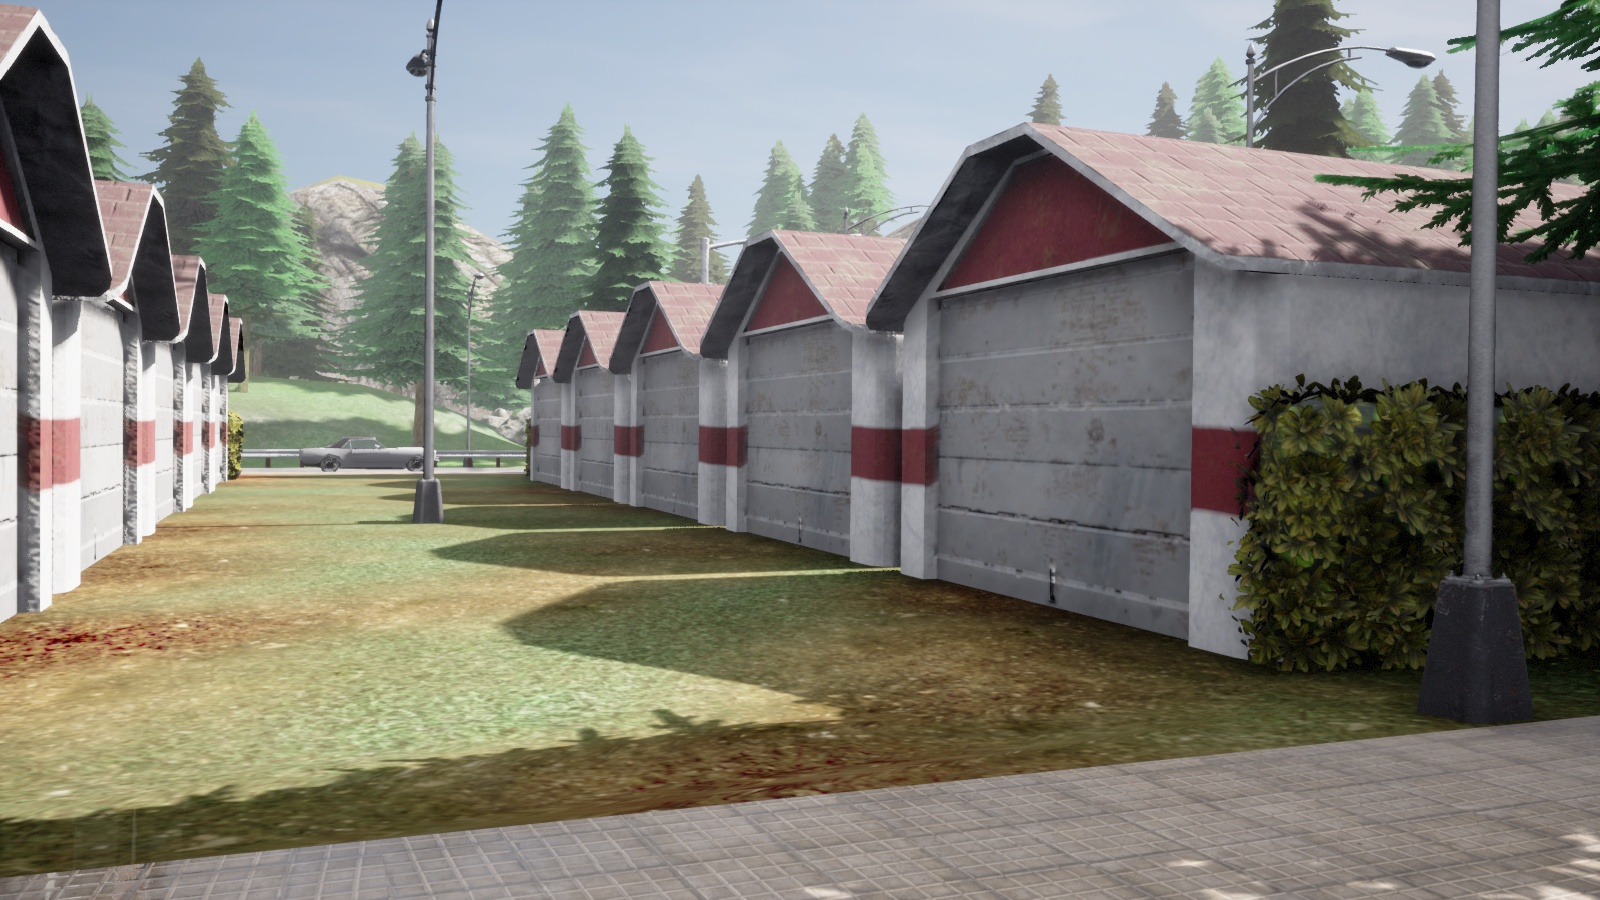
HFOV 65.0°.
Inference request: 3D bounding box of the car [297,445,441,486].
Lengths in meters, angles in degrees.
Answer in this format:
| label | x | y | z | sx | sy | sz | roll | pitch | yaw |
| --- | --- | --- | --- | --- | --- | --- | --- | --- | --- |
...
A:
| label | x | y | z | sx | sy | sz | roll | pitch | yaw |
| --- | --- | --- | --- | --- | --- | --- | --- | --- | --- |
| car | -15.294 | 0.516 | 44.639 | 4.718 | 1.301 | 1.895 | -1 | 1 | -20 |
